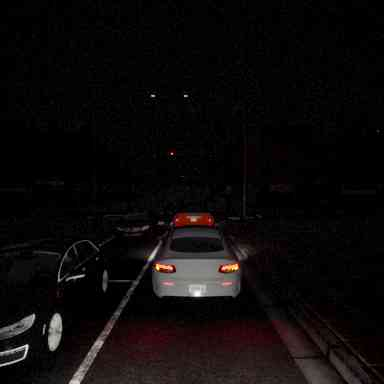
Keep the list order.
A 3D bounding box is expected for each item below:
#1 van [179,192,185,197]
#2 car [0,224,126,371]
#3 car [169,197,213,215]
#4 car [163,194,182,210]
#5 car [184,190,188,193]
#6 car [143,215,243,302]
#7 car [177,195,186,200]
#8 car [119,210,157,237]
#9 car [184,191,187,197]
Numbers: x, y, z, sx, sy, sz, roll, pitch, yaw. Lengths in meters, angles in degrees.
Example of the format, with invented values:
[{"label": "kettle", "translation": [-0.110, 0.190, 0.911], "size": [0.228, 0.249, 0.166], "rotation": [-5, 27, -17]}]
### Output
[{"label": "van", "translation": [-2.734, 1.359, 65.645], "size": [1.690, 1.788, 3.998], "rotation": [-1, 0, 0]}, {"label": "car", "translation": [-2.665, 1.548, 5.817], "size": [2.008, 1.369, 4.403], "rotation": [-2, 0, 0]}, {"label": "car", "translation": [0.080, 1.353, 18.072], "size": [2.097, 1.767, 4.553], "rotation": [0, 0, 0]}, {"label": "car", "translation": [-2.712, 1.483, 43.489], "size": [1.967, 1.590, 4.097], "rotation": [-2, 0, 0]}, {"label": "car", "translation": [-2.758, 1.132, 93.358], "size": [2.192, 1.841, 5.009], "rotation": [-1, 1, 0]}, {"label": "car", "translation": [0.091, 1.523, 8.109], "size": [1.812, 1.442, 4.674], "rotation": [0, 0, 0]}, {"label": "car", "translation": [-2.749, 1.429, 87.809], "size": [2.008, 1.369, 4.403], "rotation": [-1, 0, 0]}, {"label": "car", "translation": [-2.676, 1.582, 16.711], "size": [1.802, 1.307, 4.206], "rotation": [-2, 0, 0]}, {"label": "car", "translation": [-2.740, 1.308, 71.188], "size": [2.192, 1.841, 5.009], "rotation": [-1, 0, 0]}]
